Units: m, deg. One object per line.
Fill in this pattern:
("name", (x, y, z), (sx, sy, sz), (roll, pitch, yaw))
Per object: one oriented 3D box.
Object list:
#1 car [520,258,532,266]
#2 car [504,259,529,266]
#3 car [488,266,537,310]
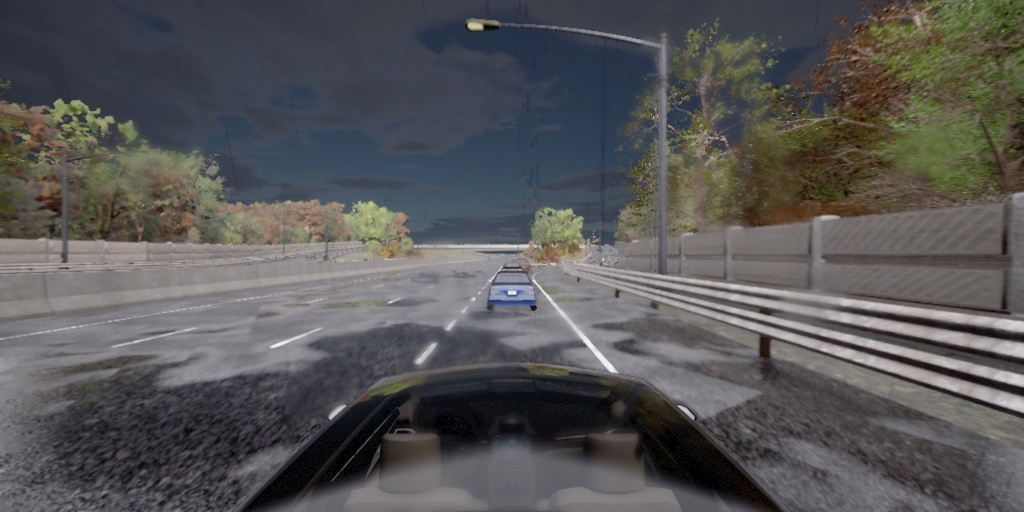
("car", (1.160, 1.099, 41.252), (2.097, 1.767, 4.553), (0, 0, 9))
("car", (0.088, 1.235, 29.368), (2.128, 1.511, 4.902), (0, 0, 2))
("car", (0.005, 1.294, 14.728), (2.033, 1.411, 5.357), (0, 0, 0))
